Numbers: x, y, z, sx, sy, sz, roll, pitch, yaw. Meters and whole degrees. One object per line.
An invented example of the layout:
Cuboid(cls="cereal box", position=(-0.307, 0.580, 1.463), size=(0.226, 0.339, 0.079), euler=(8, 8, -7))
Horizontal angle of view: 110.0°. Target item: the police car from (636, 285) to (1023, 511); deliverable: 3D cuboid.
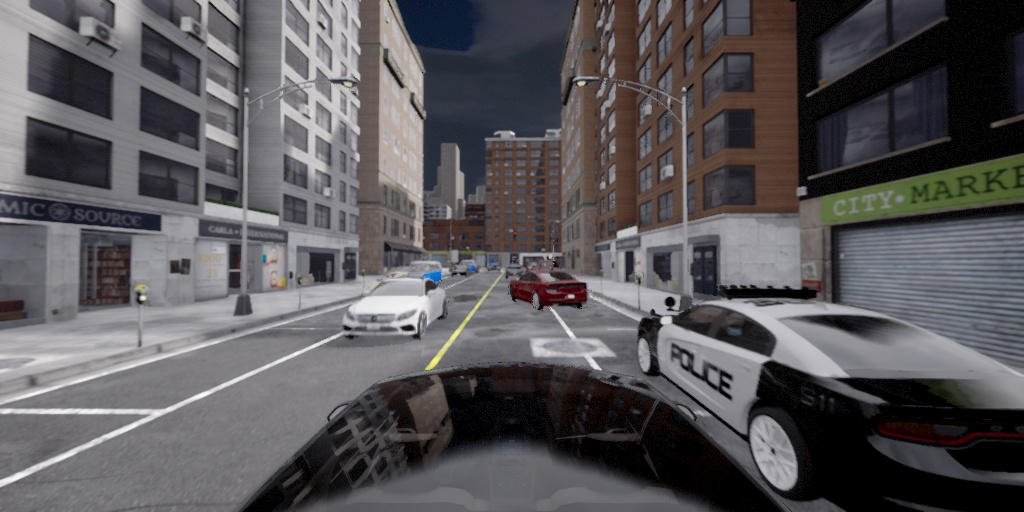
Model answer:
Cuboid(cls="police car", position=(3.144, 1.192, 4.585), size=(1.930, 1.638, 5.238), euler=(0, 0, 0))

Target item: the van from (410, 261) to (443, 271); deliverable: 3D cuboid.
Cuboid(cls="van", position=(-5.744, 1.237, 23.802), size=(1.690, 1.789, 3.998), euler=(0, 0, 0))

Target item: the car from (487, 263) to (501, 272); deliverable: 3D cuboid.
Cuboid(cls="car", position=(-2.716, 1.745, 55.567), size=(1.994, 1.385, 4.181), euler=(0, 0, 0))

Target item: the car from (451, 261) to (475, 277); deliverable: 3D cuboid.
Cuboid(cls="car", position=(-5.655, 1.598, 40.247), size=(1.948, 1.339, 4.313), euler=(0, 0, 0))

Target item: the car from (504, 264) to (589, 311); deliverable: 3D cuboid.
Cuboid(cls="car", position=(1.348, 1.313, 15.236), size=(1.882, 1.535, 5.008), euler=(0, 0, -19))

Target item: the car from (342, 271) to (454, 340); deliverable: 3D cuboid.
Cuboid(cls="car", position=(-3.059, 1.327, 10.289), size=(1.812, 1.442, 4.674), euler=(0, 0, 0))

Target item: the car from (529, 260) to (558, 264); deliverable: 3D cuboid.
Cuboid(cls="car", position=(2.811, 1.256, 29.234), size=(2.192, 1.841, 5.009), euler=(0, 0, 0))

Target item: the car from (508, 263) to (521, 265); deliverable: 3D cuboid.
Cuboid(cls="car", position=(0.277, 1.498, 36.902), size=(2.128, 1.511, 4.902), euler=(0, 0, 0))

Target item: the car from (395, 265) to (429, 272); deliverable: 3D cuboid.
Cuboid(cls="car", position=(-5.774, 1.381, 18.150), size=(1.751, 1.417, 4.829), euler=(0, 0, 0))

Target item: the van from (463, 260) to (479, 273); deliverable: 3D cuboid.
Cuboid(cls="van", position=(-5.626, 1.420, 45.729), size=(1.690, 1.789, 3.998), euler=(0, 0, 0))
